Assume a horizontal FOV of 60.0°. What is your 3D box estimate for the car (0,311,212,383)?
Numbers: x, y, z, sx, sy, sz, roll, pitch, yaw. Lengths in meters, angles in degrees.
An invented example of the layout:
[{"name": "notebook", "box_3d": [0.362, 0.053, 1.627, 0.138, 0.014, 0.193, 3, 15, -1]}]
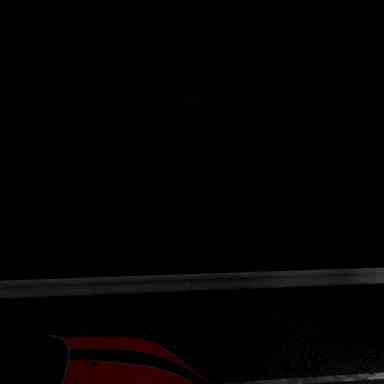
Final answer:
[{"name": "car", "box_3d": [-1.869, 1.352, 1.646, 4.553, 1.767, 2.097, 0, 0, -6]}]
